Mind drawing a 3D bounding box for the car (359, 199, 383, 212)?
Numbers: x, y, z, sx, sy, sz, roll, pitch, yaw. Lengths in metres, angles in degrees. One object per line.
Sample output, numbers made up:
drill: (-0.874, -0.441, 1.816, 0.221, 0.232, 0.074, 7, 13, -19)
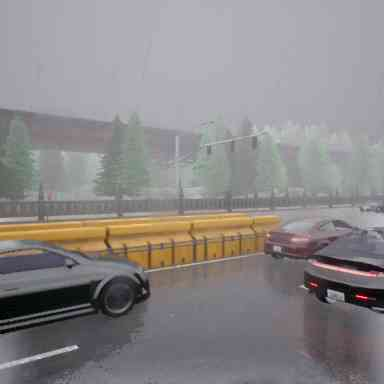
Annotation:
car: (19.629, 1.491, 35.226, 4.902, 1.511, 2.128, 0, 0, -36)

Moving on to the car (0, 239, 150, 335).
car: (-2.878, 1.564, 5.986, 4.181, 1.385, 1.994, 0, 0, -36)

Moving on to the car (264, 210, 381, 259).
car: (4.422, 1.526, 11.234, 4.674, 1.442, 1.812, 0, 0, -35)

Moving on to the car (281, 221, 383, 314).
car: (4.360, 1.492, 6.902, 4.902, 1.511, 2.128, 0, 0, -35)
